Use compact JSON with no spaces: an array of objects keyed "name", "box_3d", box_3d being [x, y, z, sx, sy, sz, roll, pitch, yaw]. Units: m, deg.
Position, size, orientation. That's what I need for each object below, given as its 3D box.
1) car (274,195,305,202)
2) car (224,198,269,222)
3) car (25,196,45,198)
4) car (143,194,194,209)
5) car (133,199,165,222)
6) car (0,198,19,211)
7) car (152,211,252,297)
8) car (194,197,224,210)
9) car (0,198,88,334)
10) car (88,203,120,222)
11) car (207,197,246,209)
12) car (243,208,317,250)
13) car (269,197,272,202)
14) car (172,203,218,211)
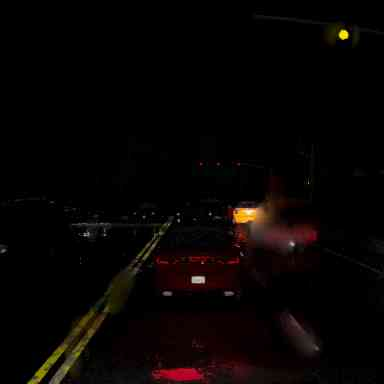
[{"name":"car","box_3d":[15.838,1.478,51.871,5.008,1.535,1.882,0,0,-2]},{"name":"car","box_3d":[3.657,1.352,23.294,2.097,1.767,4.553,0,0,1]},{"name":"car","box_3d":[-19.952,1.347,43.607,4.553,1.767,2.097,0,0,-2]},{"name":"car","box_3d":[-2.871,1.221,37.111,5.566,2.045,2.150,0,0,-2]},{"name":"car","box_3d":[-3.467,1.533,26.342,1.812,1.442,4.674,0,0,0]},{"name":"car","box_3d":[-23.863,1.483,39.990,4.902,1.511,2.128,0,0,-2]},{"name":"car","box_3d":[0.110,1.478,8.642,1.882,1.535,5.008,0,0,0]},{"name":"car","box_3d":[2.416,1.491,40.769,4.902,1.511,2.128,0,0,-2]},{"name":"car","box_3d":[-3.593,1.221,5.073,2.150,2.045,5.566,0,0,0]},{"name":"car","box_3d":[-6.967,1.566,26.144,1.994,1.385,4.181,0,0,0]},{"name":"car","box_3d":[4.570,1.477,44.334,5.008,1.535,1.882,0,0,-2]},{"name":"car","box_3d":[3.618,1.601,14.311,1.895,1.301,4.718,0,0,0]},{"name":"car","box_3d":[14.897,1.352,58.841,4.553,1.767,2.097,0,0,-2]},{"name":"car","box_3d":[0.125,1.547,18.864,2.033,1.411,5.357,0,0,0]}]
